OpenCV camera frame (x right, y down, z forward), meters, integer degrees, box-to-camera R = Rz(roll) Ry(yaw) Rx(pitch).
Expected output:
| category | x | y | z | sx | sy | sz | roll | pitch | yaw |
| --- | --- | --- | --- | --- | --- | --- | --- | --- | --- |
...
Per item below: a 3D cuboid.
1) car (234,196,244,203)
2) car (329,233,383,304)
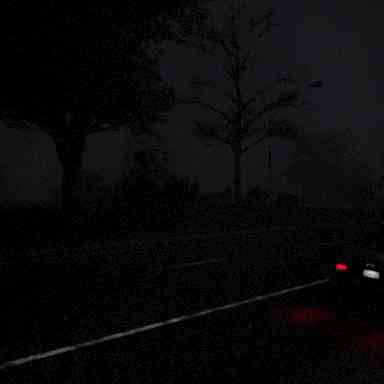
| category | x | y | z | sx | sy | sz | roll | pitch | yaw |
| --- | --- | --- | --- | --- | --- | --- | --- | --- | --- |
| car | 9.604 | 1.503 | 62.044 | 1.994 | 1.385 | 4.181 | 0 | 0 | -23 |
| car | 5.286 | 1.513 | 7.378 | 5.357 | 1.411 | 2.033 | 0 | 0 | -34 |
